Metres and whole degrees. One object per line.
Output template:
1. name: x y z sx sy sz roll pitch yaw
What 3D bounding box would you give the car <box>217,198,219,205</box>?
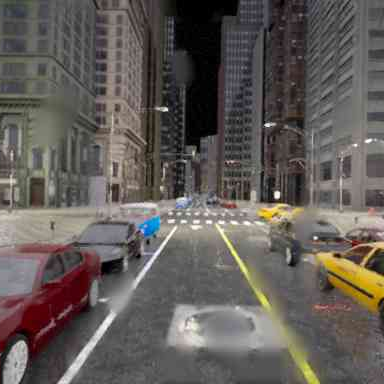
1. car: 7.228 2.475 76.041 1.752 1.417 4.829 1 -1 1

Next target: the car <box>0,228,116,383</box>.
1. car: -2.741 1.540 5.170 1.887 1.381 4.507 1 -1 1

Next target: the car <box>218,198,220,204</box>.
1. car: 7.114 2.429 70.347 1.887 1.381 4.507 1 -1 1

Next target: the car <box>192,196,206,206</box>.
1. car: 1.379 2.311 72.267 2.128 1.511 4.902 1 -1 1

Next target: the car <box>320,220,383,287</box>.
1. car: 5.895 1.775 10.639 1.887 1.381 4.507 1 -1 1

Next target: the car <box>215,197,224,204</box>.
1. car: 7.559 2.453 92.445 2.192 1.841 5.009 1 -1 1

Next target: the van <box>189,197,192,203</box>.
1. van: -1.429 2.049 70.541 1.690 1.788 3.998 1 -1 1

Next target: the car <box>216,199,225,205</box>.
1. car: 7.445 2.619 86.919 1.887 1.381 4.507 1 -1 1

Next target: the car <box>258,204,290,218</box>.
1. car: 8.772 1.901 31.778 5.008 1.535 1.882 -1 1 -19

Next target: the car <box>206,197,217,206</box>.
1. car: 4.509 2.392 78.646 1.882 1.535 5.008 1 -1 1

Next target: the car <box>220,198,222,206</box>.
1. car: 7.004 2.366 64.823 1.887 1.381 4.507 1 -1 1

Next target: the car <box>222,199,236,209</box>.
1. car: 6.894 2.303 59.299 1.887 1.381 4.507 1 -1 1

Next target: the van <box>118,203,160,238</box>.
1. van: -2.519 1.449 15.996 1.690 1.788 3.998 1 -1 1

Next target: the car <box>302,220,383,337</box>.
1. car: 3.951 1.603 6.429 1.801 1.575 5.366 1 -1 1

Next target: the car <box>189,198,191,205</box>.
1. car: -1.657 2.126 59.492 1.887 1.381 4.507 1 -1 1

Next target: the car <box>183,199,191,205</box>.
1. car: -1.208 2.416 81.585 1.802 1.307 4.206 1 -1 1

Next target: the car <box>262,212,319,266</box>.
1. car: 4.067 1.713 12.237 1.837 1.490 4.892 1 -1 1

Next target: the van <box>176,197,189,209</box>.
1. van: -1.766 1.861 53.971 1.690 1.788 3.998 1 -1 1

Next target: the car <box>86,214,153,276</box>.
1. car: -2.632 1.617 10.582 1.947 1.339 4.313 1 -1 1

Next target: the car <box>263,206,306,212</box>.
1. car: 6.118 1.869 21.386 1.752 1.417 4.829 1 -1 1
